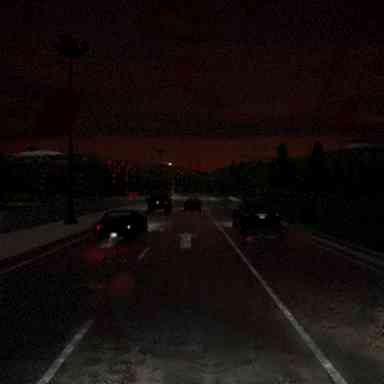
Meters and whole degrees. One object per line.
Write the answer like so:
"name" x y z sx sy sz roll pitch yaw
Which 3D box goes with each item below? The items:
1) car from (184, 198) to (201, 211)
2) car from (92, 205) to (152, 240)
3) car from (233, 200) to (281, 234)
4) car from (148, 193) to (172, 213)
"car" 0.095 1.382 38.917 1.882 1.535 5.008 0 0 0
"car" -3.402 1.560 16.692 1.895 1.301 4.718 0 0 0
"car" 3.598 1.305 19.161 2.097 1.767 4.553 0 0 0
"car" -3.405 1.133 35.659 2.150 2.045 5.566 0 0 0
